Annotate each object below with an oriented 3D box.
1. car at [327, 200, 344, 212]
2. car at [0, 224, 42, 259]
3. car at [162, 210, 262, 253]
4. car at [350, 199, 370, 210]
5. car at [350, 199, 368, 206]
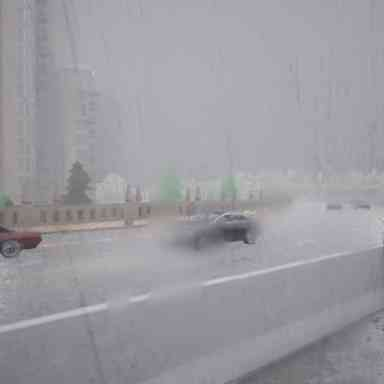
[{"bbox_3d":[19.137,1.757,44.455,1.882,1.535,5.008,0,-1,24],"label":"car"},{"bbox_3d":[-7.841,1.663,11.380,4.718,1.301,1.895,0,0,-37],"label":"car"},{"bbox_3d":[0.964,1.555,14.073,4.902,1.511,2.128,0,0,-43],"label":"car"},{"bbox_3d":[24.822,1.858,48.728,2.033,1.411,5.357,0,-1,22],"label":"car"},{"bbox_3d":[32.954,1.993,65.699,1.895,1.301,4.718,0,-1,9],"label":"car"}]
